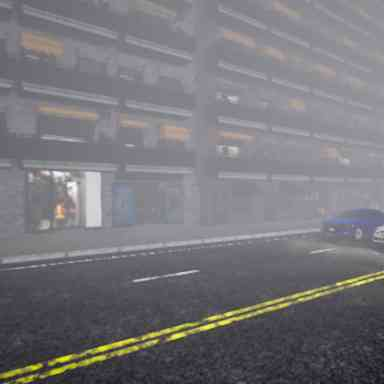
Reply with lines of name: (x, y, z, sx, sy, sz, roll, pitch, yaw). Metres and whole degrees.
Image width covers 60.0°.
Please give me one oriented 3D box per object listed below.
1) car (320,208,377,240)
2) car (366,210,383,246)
car: (9.023, 1.625, 18.114, 5.008, 1.535, 1.882, 1, 0, -36)
car: (9.946, 1.663, 14.794, 4.674, 1.442, 1.812, 1, 0, -35)
